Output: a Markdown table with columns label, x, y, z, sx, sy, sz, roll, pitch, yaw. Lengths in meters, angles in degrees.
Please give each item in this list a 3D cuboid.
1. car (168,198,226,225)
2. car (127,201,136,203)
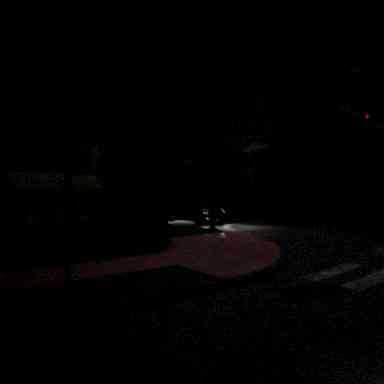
| label | x | y | z | sx | sy | sz | roll | pitch | yaw |
| --- | --- | --- | --- | --- | --- | --- | --- | --- | --- |
| car | 0.284 | 1.248 | 23.160 | 2.097 | 1.767 | 4.553 | 0 | 0 | -39 |
| car | -5.391 | 1.507 | 30.187 | 1.895 | 1.301 | 4.718 | 0 | 0 | -39 |
